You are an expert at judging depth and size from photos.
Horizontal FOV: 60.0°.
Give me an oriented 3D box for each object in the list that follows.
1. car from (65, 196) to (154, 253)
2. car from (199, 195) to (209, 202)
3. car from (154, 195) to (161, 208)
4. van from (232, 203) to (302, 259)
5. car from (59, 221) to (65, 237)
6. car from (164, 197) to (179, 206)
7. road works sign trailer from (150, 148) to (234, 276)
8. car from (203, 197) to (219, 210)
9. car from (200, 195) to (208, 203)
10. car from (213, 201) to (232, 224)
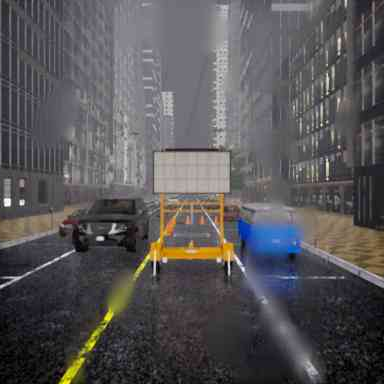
[{"bbox_3d":[-3.104,1.218,13.981,2.150,2.045,5.566,0,0,0],"label":"car"},{"bbox_3d":[2.678,1.381,74.898,1.967,1.590,4.097,0,0,0],"label":"car"},{"bbox_3d":[-5.698,1.535,46.438,2.008,1.369,4.403,0,0,0],"label":"car"},{"bbox_3d":[2.688,1.338,12.282,1.690,1.788,3.998,0,0,0],"label":"van"},{"bbox_3d":[-5.694,1.577,17.975,1.802,1.307,4.206,0,0,0],"label":"car"},{"bbox_3d":[-3.098,1.501,55.622,1.812,1.442,4.674,0,0,0],"label":"car"},{"bbox_3d":[-0.002,0.461,10.300,2.380,3.560,2.880,0,0,0],"label":"road works sign trailer"},{"bbox_3d":[2.683,1.570,40.744,1.802,1.307,4.206,0,0,0],"label":"car"},{"bbox_3d":[2.682,1.530,52.129,2.008,1.369,4.403,0,0,0],"label":"car"},{"bbox_3d":[2.686,1.575,23.666,1.802,1.307,4.206,0,0,0],"label":"car"}]
